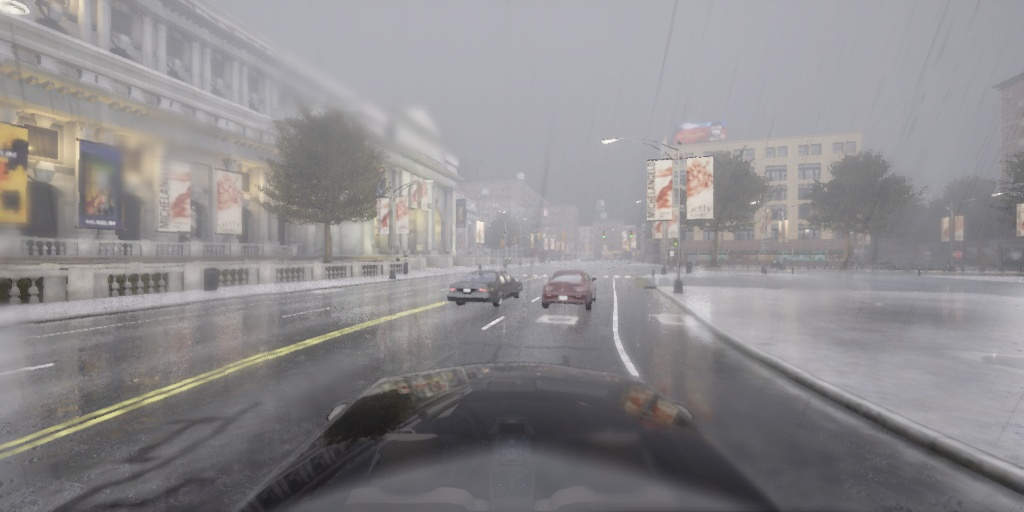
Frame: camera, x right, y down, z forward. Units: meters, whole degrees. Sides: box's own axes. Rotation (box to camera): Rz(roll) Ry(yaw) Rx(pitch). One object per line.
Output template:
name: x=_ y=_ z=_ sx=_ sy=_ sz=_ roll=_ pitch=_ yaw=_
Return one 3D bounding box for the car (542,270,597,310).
car: x=2.407 y=1.280 z=14.618 sx=1.812 sy=1.442 sz=4.674 roll=0 pitch=0 yaw=16

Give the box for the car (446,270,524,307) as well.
car: x=-0.957 y=1.310 z=15.585 sx=2.033 sy=1.411 sz=5.357 roll=0 pitch=0 yaw=16
